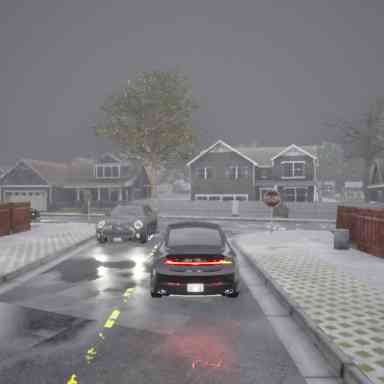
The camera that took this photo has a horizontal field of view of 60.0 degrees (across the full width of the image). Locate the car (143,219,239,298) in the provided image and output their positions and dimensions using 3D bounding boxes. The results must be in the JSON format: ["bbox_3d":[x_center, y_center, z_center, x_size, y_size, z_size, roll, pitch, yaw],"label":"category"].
[{"bbox_3d":[0.045,1.506,8.517,1.837,1.490,4.892,0,0,0],"label":"car"}]

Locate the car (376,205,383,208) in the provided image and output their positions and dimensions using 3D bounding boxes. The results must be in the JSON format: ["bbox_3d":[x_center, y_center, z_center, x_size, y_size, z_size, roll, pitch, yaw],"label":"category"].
[{"bbox_3d":[12.725,1.586,21.658,4.892,1.490,1.837,-1,0,17],"label":"car"}]

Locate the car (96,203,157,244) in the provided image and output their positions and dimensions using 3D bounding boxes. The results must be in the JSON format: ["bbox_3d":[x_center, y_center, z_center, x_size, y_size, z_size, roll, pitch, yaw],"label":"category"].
[{"bbox_3d":[-2.931,1.354,15.777,2.097,1.767,4.553,0,0,3],"label":"car"}]

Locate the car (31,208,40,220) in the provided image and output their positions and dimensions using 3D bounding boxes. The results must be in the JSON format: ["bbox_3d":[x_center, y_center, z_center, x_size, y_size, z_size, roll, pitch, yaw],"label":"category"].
[{"bbox_3d":[-14.033,1.497,25.789,4.181,1.385,1.994,0,0,13],"label":"car"}]
